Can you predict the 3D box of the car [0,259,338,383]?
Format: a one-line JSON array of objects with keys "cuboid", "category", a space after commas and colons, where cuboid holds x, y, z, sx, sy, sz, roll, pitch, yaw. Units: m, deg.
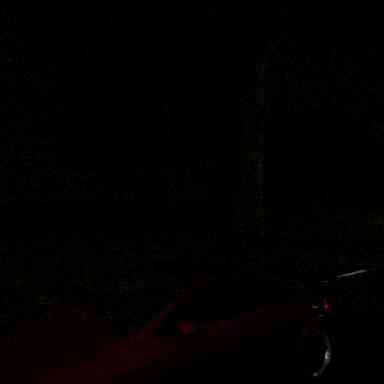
[{"cuboid": [-0.205, 1.566, 3.844, 4.181, 1.385, 1.994, 0, 0, -36], "category": "car"}]
